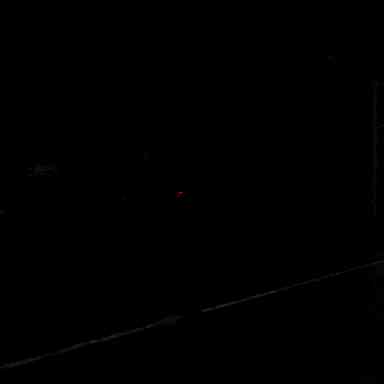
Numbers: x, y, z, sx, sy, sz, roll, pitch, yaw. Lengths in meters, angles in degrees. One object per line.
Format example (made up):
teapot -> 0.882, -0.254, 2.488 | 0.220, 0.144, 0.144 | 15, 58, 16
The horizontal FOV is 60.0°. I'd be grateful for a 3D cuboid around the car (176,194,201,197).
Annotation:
car -> 0.064, 1.207, 37.460 | 2.150, 2.045, 5.566 | 0, 0, -37
